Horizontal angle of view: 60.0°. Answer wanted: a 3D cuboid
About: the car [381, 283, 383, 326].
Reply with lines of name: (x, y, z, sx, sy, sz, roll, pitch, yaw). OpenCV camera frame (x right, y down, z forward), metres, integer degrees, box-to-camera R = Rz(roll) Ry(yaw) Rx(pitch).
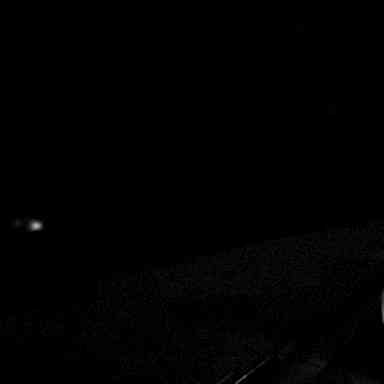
car: (4.992, 1.226, 5.677, 2.150, 2.045, 5.566, 0, 0, 42)
